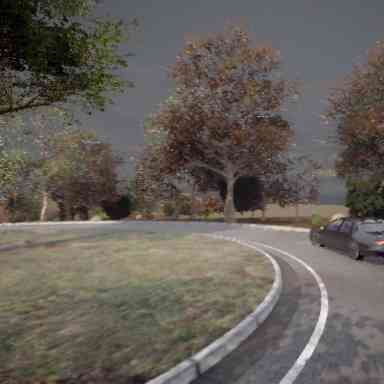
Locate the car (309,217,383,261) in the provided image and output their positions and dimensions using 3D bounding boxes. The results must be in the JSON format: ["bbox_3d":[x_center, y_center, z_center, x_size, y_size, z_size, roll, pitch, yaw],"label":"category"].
[{"bbox_3d":[6.456,1.706,13.028,2.033,1.411,5.357,-1,-1,-3],"label":"car"}]
